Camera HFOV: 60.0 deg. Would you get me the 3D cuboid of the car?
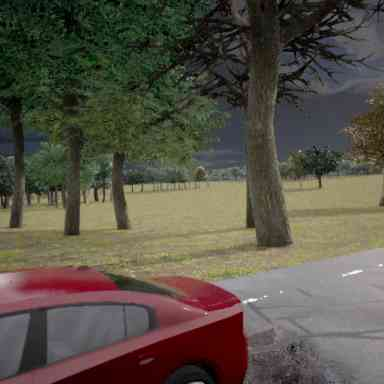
[{"bbox_3d":[-1.739,1.477,2.751,5.008,1.535,1.882,0,0,-36],"label":"car"}]
